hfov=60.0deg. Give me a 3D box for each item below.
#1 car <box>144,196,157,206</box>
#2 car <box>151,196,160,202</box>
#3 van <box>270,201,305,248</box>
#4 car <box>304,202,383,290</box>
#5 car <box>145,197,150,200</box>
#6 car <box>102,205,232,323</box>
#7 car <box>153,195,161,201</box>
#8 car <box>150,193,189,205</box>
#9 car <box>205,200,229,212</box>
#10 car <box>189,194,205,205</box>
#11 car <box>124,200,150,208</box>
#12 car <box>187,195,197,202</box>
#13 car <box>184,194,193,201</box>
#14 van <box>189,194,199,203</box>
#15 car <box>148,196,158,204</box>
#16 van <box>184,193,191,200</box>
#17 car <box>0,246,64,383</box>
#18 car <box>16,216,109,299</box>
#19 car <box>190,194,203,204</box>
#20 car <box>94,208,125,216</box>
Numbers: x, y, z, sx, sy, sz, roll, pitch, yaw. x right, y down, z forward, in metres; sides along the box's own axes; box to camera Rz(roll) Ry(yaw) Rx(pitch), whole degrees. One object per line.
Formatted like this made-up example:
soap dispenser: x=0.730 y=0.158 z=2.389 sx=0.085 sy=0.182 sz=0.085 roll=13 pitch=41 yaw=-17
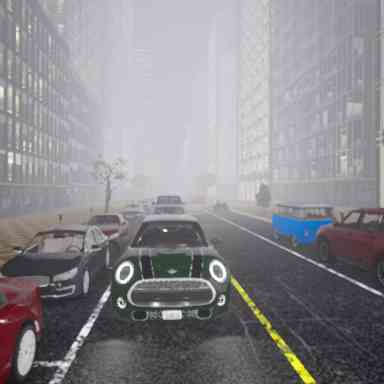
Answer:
car: x=-6.650 y=1.427 z=53.625 sx=1.967 sy=1.590 sz=4.097 roll=-1 pitch=0 yaw=-4
car: x=-8.397 y=1.545 z=76.293 sx=1.947 sy=1.339 sz=4.313 roll=-1 pitch=0 yaw=-4
van: x=4.765 y=1.338 z=14.602 sx=1.690 sy=1.788 sz=3.998 roll=-1 pitch=0 yaw=-4
car: x=5.201 y=1.313 z=8.935 sx=2.192 sy=1.841 sz=5.009 roll=-1 pitch=0 yaw=-4
car: x=-5.337 y=1.542 z=36.624 sx=2.008 sy=1.369 sz=4.403 roll=-1 pitch=0 yaw=-4
car: x=-0.484 y=1.350 z=7.492 sx=2.097 sy=1.767 sz=4.553 roll=0 pitch=0 yaw=-4
car: x=-9.271 y=1.525 z=87.626 sx=2.008 sy=1.369 sz=4.403 roll=-1 pitch=0 yaw=-4
car: x=-1.662 y=1.214 z=24.039 sx=2.150 sy=2.045 sz=5.566 roll=0 pitch=0 yaw=-4
car: x=3.019 y=1.542 z=37.269 sx=2.008 sy=1.369 sz=4.403 roll=-1 pitch=0 yaw=-4
car: x=1.268 y=1.300 z=59.936 sx=2.192 sy=1.841 sz=5.009 roll=-1 pitch=0 yaw=-4
car: x=-4.463 y=1.545 z=25.291 sx=2.008 sy=1.369 sz=4.403 roll=-1 pitch=0 yaw=-4
car: x=-0.042 y=1.419 z=76.937 sx=1.967 sy=1.590 sz=4.097 roll=-1 pitch=0 yaw=-4
car: x=-0.917 y=1.414 z=88.270 sx=1.967 sy=1.590 sz=4.097 roll=-1 pitch=0 yaw=-4
van: x=0.394 y=1.322 z=71.270 sx=1.690 sy=1.788 sz=3.998 roll=-1 pitch=0 yaw=-4
car: x=-7.510 y=1.508 z=64.789 sx=1.752 sy=1.417 sz=4.829 roll=-1 pitch=0 yaw=-4
van: x=-1.355 y=1.312 z=93.937 sx=1.690 sy=1.788 sz=3.998 roll=-1 pitch=0 yaw=-4
car: x=-2.715 y=1.544 z=2.624 sx=1.887 sy=1.381 sz=4.507 roll=-1 pitch=0 yaw=-4
car: x=-3.153 y=1.549 z=8.290 sx=2.008 sy=1.369 sz=4.403 roll=-1 pitch=0 yaw=-4
car: x=0.831 y=1.298 z=65.604 sx=2.192 sy=1.841 sz=5.009 roll=-1 pitch=0 yaw=-4
car: x=-3.589 y=1.579 z=13.957 sx=1.802 sy=1.307 sz=4.206 roll=-1 pitch=0 yaw=-4
